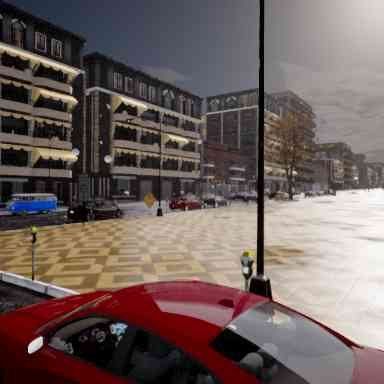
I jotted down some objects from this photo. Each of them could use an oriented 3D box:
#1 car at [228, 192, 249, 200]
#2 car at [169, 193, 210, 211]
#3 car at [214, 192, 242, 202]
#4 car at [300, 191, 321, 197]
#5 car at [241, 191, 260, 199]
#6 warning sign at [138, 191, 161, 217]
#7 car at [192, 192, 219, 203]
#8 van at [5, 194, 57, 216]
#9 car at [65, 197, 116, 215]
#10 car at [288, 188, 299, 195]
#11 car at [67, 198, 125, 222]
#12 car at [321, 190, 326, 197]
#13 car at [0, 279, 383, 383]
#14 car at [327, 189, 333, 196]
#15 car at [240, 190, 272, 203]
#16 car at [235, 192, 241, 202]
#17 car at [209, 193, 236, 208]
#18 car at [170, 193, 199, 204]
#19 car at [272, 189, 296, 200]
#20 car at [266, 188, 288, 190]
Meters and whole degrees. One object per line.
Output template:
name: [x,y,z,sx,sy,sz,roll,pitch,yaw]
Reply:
car: [8.470,0.649,60.567,1.947,1.339,4.313,2,2,35]
car: [-0.442,1.132,32.886,1.887,1.381,4.507,2,2,35]
car: [5.751,0.787,51.957,2.033,1.411,5.357,1,1,35]
car: [24.854,0.445,69.562,2.008,1.369,4.403,2,2,35]
car: [11.536,0.525,65.009,1.752,1.417,4.829,2,2,35]
warning sign: [-3.150,0.851,24.811,1.300,1.860,1.060,-1,0,35]
car: [2.146,0.807,51.397,2.008,1.369,4.403,2,2,35]
van: [-13.661,1.035,28.471,1.690,1.788,3.998,2,2,35]
car: [-9.192,1.213,30.418,1.994,1.385,4.181,1,1,35]
car: [24.281,-0.031,83.481,2.192,1.841,5.009,2,2,35]
car: [-6.765,1.329,23.719,1.947,1.339,4.313,2,2,35]
car: [28.015,0.359,74.145,2.008,1.369,4.403,2,2,35]
car: [-0.324,1.544,3.095,4.507,1.381,1.887,0,0,35]
car: [34.340,0.078,83.311,1.967,1.590,4.097,2,2,35]
car: [9.044,0.876,46.639,2.008,1.369,4.403,2,2,35]
car: [7.849,0.765,49.492,2.128,1.511,4.902,1,1,35]
car: [2.721,1.050,37.470,2.008,1.369,4.403,2,2,35]
car: [-1.016,0.909,46.813,1.947,1.339,4.313,2,2,35]
car: [15.465,0.675,55.948,1.752,1.417,4.829,2,2,35]
car: [15.670,0.569,60.835,1.837,1.490,4.892,1,1,35]
